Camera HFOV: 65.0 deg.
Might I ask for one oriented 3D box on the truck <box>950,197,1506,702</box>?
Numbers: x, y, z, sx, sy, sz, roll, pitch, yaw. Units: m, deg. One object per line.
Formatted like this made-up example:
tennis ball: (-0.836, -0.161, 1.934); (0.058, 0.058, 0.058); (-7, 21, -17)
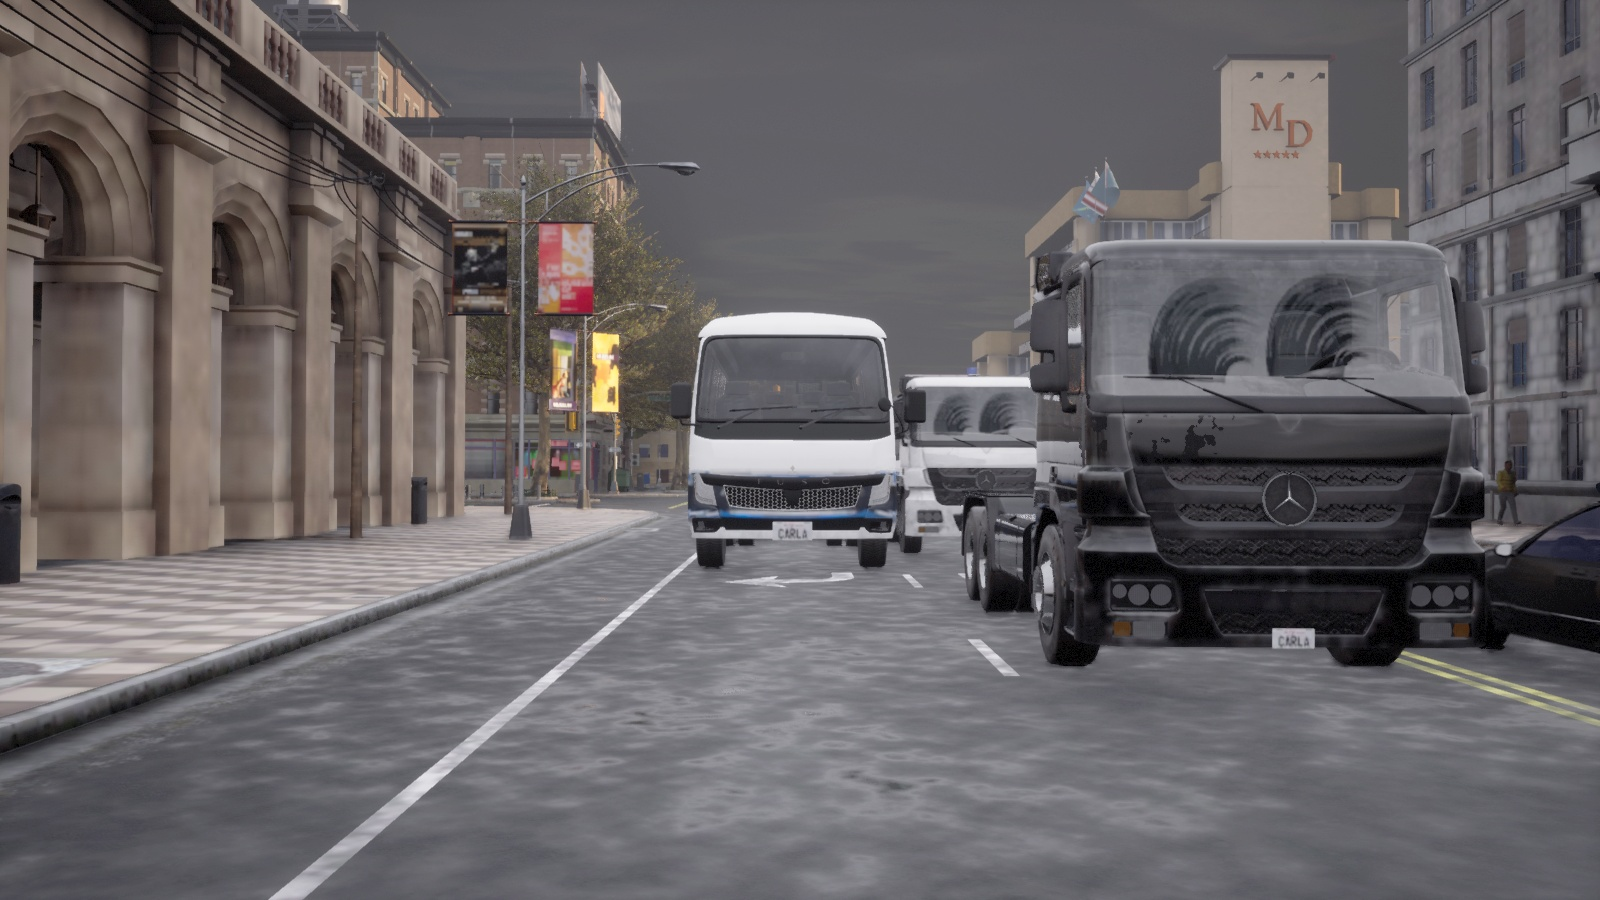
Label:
truck: (3.411, 0.035, 12.602); (2.891, 3.462, 7.936); (0, -1, 0)

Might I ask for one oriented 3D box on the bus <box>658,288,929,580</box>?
bus: (-0.165, -0.158, 23.535); (3.944, 4.253, 10.273); (0, -1, -1)

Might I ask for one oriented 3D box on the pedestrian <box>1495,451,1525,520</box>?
pedestrian: (19.337, 0.967, 34.218); (0.431, 1.840, 0.709); (0, -1, 3)

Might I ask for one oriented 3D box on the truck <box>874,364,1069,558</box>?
truck: (3.304, 0.272, 26.424); (2.891, 3.462, 7.936); (0, -1, -1)

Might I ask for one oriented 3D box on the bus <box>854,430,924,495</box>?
bus: (6.040, 0.882, 87.102); (3.944, 4.253, 10.273); (0, -1, -1)

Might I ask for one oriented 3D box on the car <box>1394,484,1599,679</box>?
car: (6.958, 0.998, 9.764); (2.033, 1.411, 5.357); (0, -1, -1)
